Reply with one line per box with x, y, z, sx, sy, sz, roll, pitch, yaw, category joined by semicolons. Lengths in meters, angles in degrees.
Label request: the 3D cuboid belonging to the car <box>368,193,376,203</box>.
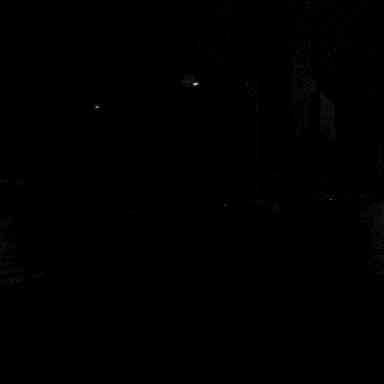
33.336;1.103;63.880;2.192;1.841;5.009;0;0;35;car

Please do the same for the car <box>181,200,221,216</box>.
0.641;1.529;31.658;1.802;1.307;4.206;0;0;35;car

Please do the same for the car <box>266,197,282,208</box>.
10.179;1.431;45.424;1.752;1.417;4.829;0;0;35;car

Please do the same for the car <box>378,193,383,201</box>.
42.970;1.362;77.783;1.802;1.307;4.206;-1;0;35;car

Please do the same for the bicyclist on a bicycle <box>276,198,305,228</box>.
5.385;1.179;18.336;1.656;1.620;0.582;-1;0;35;bicyclist on a bicycle

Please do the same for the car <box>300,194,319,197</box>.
16.247;1.343;43.722;2.128;1.511;4.902;-1;0;35;car

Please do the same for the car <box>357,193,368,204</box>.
26.912;1.121;54.609;2.192;1.841;5.009;0;0;35;car

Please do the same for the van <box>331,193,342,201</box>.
35.968;1.191;82.650;1.690;1.788;3.998;-1;0;35;van

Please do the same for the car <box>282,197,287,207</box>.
13.488;1.460;50.200;1.947;1.339;4.313;0;0;35;car

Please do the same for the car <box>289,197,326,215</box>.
10.857;1.427;31.434;1.947;1.339;4.313;0;0;35;car

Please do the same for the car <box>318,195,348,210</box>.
17.279;1.380;40.704;1.887;1.381;4.507;0;0;35;car

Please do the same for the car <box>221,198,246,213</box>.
3.851;1.371;36.293;1.967;1.590;4.097;0;0;35;car

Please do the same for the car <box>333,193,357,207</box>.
20.490;1.139;45.340;2.192;1.841;5.009;0;0;35;car

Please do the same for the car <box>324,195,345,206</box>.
22.914;1.324;53.346;2.128;1.511;4.902;-1;0;35;car

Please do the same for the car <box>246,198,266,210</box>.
7.065;1.499;40.929;1.802;1.307;4.206;0;0;35;car

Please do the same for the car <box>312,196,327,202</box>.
26.336;1.423;68.743;1.947;1.339;4.313;0;0;35;car

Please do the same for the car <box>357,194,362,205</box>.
23.702;1.381;49.974;1.947;1.339;4.313;0;0;35;car

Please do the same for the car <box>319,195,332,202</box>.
29.547;1.432;73.377;1.802;1.307;4.206;0;0;35;car
